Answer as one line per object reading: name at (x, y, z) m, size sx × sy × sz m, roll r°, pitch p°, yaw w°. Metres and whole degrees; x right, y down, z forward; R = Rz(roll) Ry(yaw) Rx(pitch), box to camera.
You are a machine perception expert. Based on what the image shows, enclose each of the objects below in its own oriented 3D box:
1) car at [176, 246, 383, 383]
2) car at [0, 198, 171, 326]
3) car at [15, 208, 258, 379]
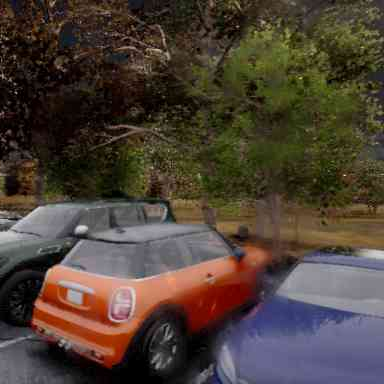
car at (2.054, 1.515, 4.299) m, size 2.002 × 1.452 × 4.674 m, roll 0°, pitch 0°, yaw 36°
car at (-2.496, 1.186, 7.507) m, size 2.435 × 2.045 × 5.566 m, roll 1°, pitch 0°, yaw 36°
car at (-0.232, 1.330, 5.888) m, size 2.185 × 1.767 × 4.553 m, roll 0°, pitch 0°, yaw 36°
